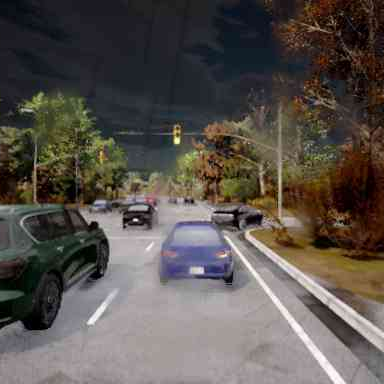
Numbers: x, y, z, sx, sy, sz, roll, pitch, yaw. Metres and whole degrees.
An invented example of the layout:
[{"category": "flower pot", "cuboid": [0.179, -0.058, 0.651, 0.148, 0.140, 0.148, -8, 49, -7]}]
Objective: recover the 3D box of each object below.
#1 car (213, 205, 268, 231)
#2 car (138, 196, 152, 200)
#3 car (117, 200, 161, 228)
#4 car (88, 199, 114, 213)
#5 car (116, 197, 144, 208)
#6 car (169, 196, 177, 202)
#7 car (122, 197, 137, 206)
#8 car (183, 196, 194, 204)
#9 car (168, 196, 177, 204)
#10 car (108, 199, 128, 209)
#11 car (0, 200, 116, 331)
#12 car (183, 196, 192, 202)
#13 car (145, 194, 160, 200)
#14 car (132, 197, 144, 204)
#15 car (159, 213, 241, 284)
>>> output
[{"category": "car", "cuboid": [3.201, 1.558, 21.420, 2.128, 1.511, 4.902, -1, -1, 40]}, {"category": "car", "cuboid": [-7.169, 1.670, 47.208, 1.812, 1.442, 4.674, 0, 0, 0]}, {"category": "car", "cuboid": [-3.401, 1.546, 22.552, 1.882, 1.535, 5.008, 0, 0, 0]}, {"category": "car", "cuboid": [-10.616, 1.645, 39.032, 1.812, 1.442, 4.674, 0, 0, 0]}, {"category": "car", "cuboid": [-7.082, 1.663, 37.748, 2.033, 1.411, 5.357, 0, 0, -1]}, {"category": "car", "cuboid": [-4.542, 1.675, 79.298, 1.812, 1.442, 4.674, 0, 0, -3]}, {"category": "car", "cuboid": [-10.779, 1.703, 57.973, 1.812, 1.442, 4.674, 0, 0, -1]}, {"category": "car", "cuboid": [-0.557, 1.690, 69.351, 1.882, 1.535, 5.008, 0, 0, -2]}, {"category": "car", "cuboid": [-4.056, 1.727, 69.252, 2.128, 1.511, 4.902, 0, 0, -2]}, {"category": "car", "cuboid": [-10.676, 1.748, 48.140, 1.895, 1.301, 4.718, 0, 0, 0]}, {"category": "car", "cuboid": [-3.397, 1.246, 7.032, 2.150, 2.045, 5.566, 0, 0, 0]}, {"category": "car", "cuboid": [-1.048, 1.675, 79.497, 1.812, 1.442, 4.674, 0, 0, -3]}, {"category": "car", "cuboid": [-7.277, 1.398, 57.685, 2.150, 2.045, 5.566, 0, 0, 0]}, {"category": "car", "cuboid": [-11.023, 1.704, 68.233, 1.837, 1.490, 4.892, 0, 0, -2]}, {"category": "car", "cuboid": [0.102, 1.555, 9.571, 1.812, 1.442, 4.674, 0, 0, 0]}]
